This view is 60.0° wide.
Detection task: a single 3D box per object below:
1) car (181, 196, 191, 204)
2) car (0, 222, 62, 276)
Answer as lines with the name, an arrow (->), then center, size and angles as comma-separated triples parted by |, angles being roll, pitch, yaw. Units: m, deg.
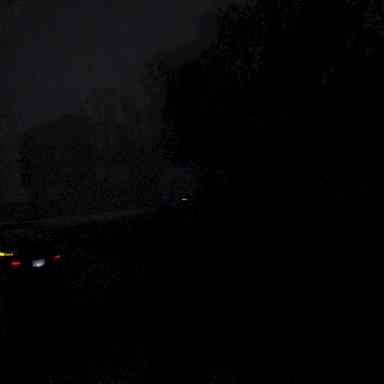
car -> -0.802, 1.491, 62.458 | 2.128, 1.511, 4.902 | -2, 1, 12
car -> -5.563, 1.614, 9.740 | 4.674, 1.442, 1.812 | -1, -1, 40
